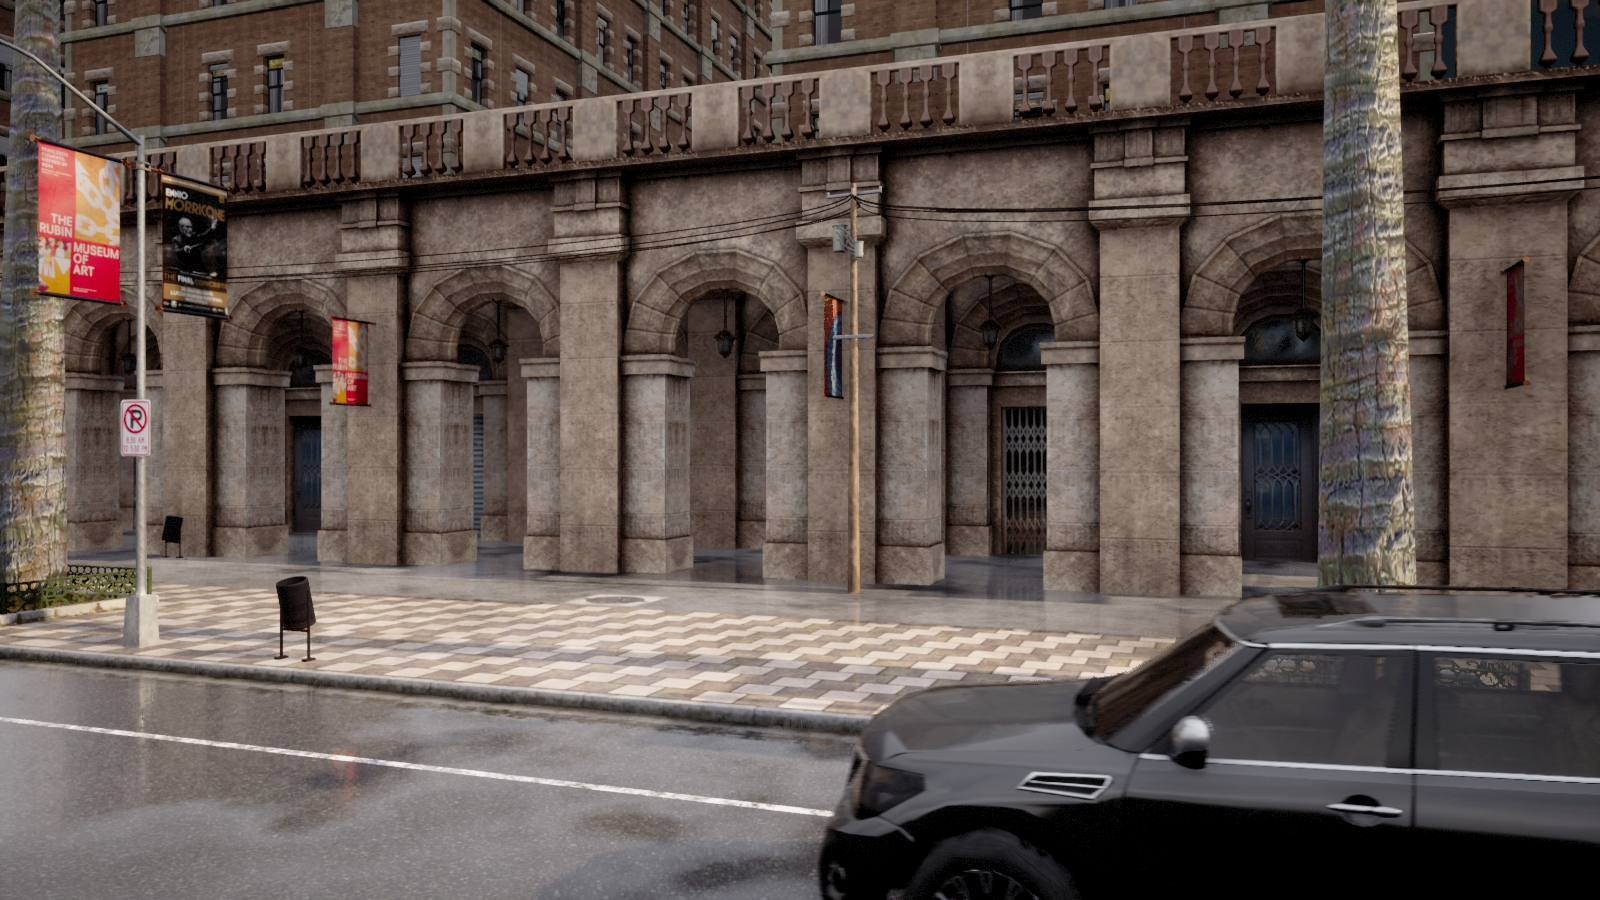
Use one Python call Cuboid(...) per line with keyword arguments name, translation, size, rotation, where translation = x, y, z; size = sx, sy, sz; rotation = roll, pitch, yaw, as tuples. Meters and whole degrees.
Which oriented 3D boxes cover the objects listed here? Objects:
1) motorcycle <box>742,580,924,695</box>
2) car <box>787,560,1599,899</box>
Cuboid(name="motorcycle", translation=(0.395, 2.215, 13.714), size=(2.033, 1.145, 0.803), rotation=(0, 0, 20))
Cuboid(name="car", translation=(2.916, 1.779, 5.948), size=(5.566, 2.045, 2.150), rotation=(0, 0, 19))
